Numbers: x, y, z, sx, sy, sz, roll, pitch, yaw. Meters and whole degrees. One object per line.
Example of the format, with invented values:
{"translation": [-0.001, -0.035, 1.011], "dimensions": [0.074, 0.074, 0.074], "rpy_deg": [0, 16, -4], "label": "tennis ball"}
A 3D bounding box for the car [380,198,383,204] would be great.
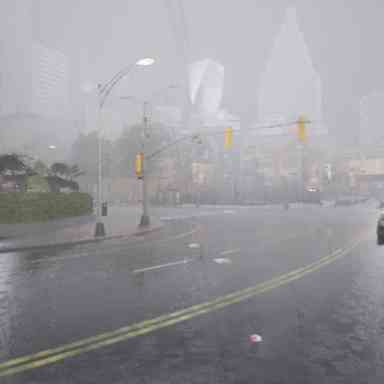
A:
{"translation": [29.583, 1.578, 50.124], "dimensions": [1.882, 1.535, 5.008], "rpy_deg": [0, 0, 35], "label": "car"}

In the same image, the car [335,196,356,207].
{"translation": [24.913, 1.601, 54.620], "dimensions": [2.097, 1.535, 5.008], "rpy_deg": [0, 0, 34], "label": "car"}

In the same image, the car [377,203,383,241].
{"translation": [10.341, 1.524, 16.273], "dimensions": [2.128, 1.511, 4.902], "rpy_deg": [0, 0, 36], "label": "car"}

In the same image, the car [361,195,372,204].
{"translation": [34.632, 1.628, 68.811], "dimensions": [2.231, 1.521, 4.892], "rpy_deg": [0, 0, 44], "label": "car"}

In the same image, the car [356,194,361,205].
{"translation": [28.461, 1.485, 59.979], "dimensions": [2.185, 1.767, 4.553], "rpy_deg": [0, 0, 34], "label": "car"}
